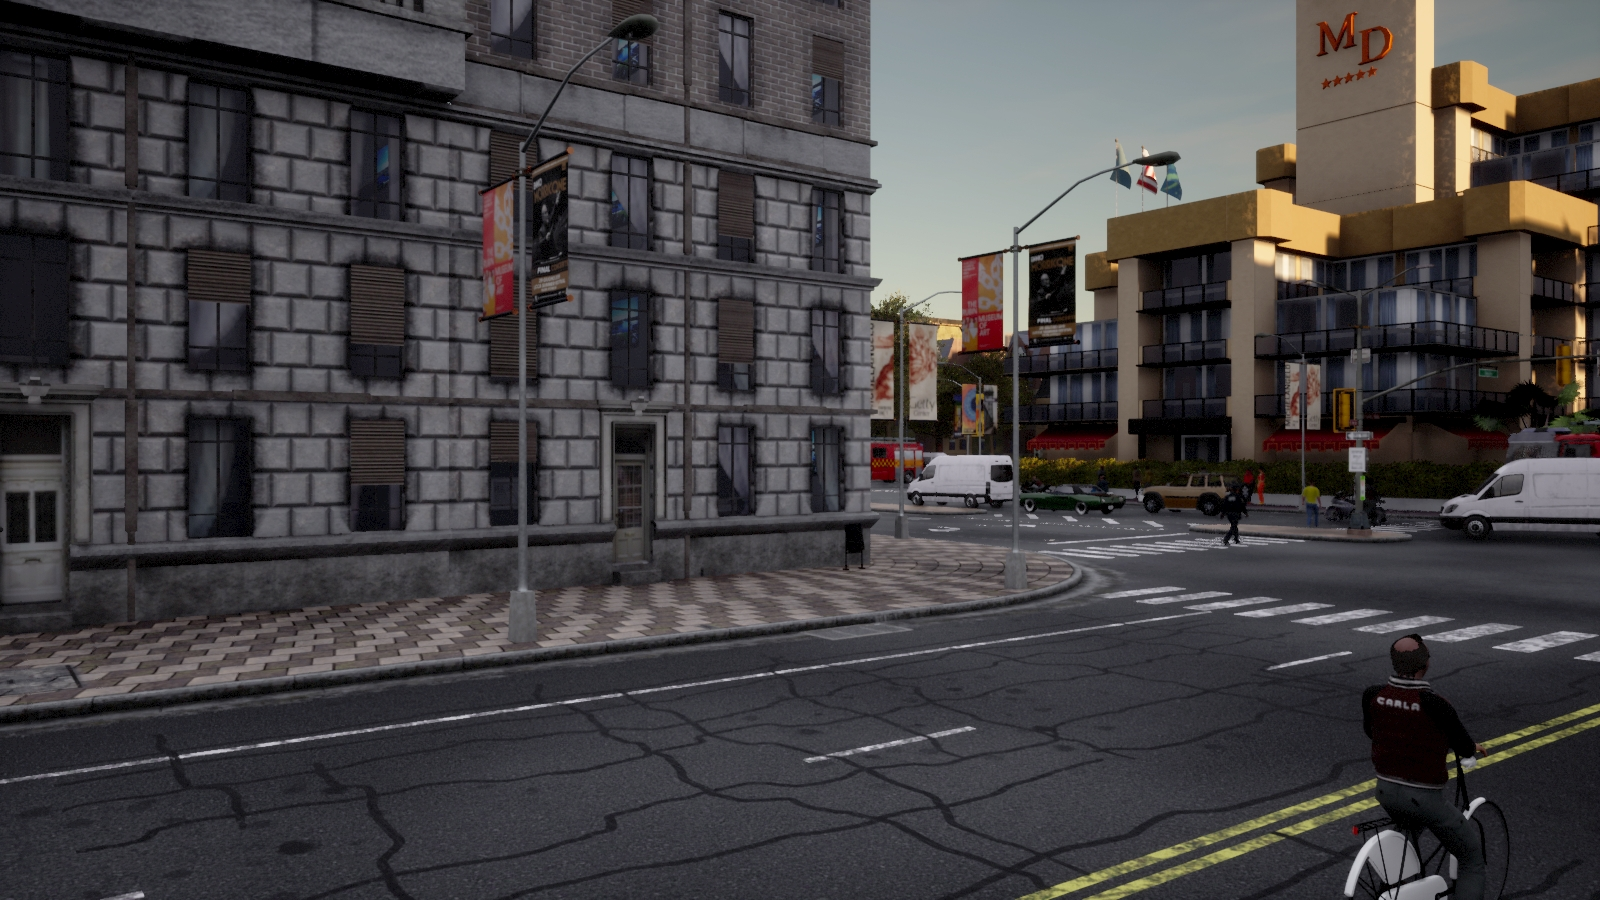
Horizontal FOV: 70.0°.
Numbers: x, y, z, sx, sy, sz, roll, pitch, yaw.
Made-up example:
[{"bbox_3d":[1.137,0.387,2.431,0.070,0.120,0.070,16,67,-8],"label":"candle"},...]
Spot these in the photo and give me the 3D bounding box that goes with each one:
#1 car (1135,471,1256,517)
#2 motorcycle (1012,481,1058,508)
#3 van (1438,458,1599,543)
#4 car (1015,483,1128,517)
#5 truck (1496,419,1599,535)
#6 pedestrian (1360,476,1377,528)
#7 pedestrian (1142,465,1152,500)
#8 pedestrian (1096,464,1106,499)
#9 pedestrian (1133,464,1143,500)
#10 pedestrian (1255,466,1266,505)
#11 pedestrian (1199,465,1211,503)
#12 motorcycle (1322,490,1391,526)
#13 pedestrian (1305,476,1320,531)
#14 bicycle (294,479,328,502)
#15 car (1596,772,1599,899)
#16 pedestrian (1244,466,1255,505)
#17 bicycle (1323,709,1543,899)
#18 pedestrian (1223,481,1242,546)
[{"bbox_3d":[17.039,1.859,49.366,1.932,1.855,4.605,0,-1,-37],"label":"car"},{"bbox_3d":[11.640,2.205,56.539,0.867,1.251,2.209,0,0,-37],"label":"motorcycle"},{"bbox_3d":[23.576,1.534,36.095,5.915,2.561,1.988,0,0,28],"label":"van"},{"bbox_3d":[11.885,2.155,50.351,1.895,1.301,4.718,0,0,-37],"label":"car"},{"bbox_3d":[28.958,0.890,39.161,8.468,3.827,2.891,0,0,0],"label":"truck"},{"bbox_3d":[20.267,1.848,40.717,0.375,1.860,0.375,0,0,-26],"label":"pedestrian"},{"bbox_3d":[18.141,1.696,59.699,0.375,1.860,0.375,0,0,-35],"label":"pedestrian"},{"bbox_3d":[16.325,1.698,61.889,0.375,1.860,0.375,0,0,-26],"label":"pedestrian"},{"bbox_3d":[17.831,1.695,60.272,0.375,1.860,0.375,0,0,-39],"label":"pedestrian"},{"bbox_3d":[22.008,1.696,54.560,0.375,1.860,0.375,0,0,-43],"label":"pedestrian"},{"bbox_3d":[20.112,1.696,56.744,0.375,1.860,0.375,0,0,-29],"label":"pedestrian"},{"bbox_3d":[21.341,2.205,43.871,0.867,1.251,2.209,0,0,-43],"label":"motorcycle"},{"bbox_3d":[17.724,1.848,39.544,0.375,1.860,0.375,0,0,42],"label":"pedestrian"},{"bbox_3d":[-27.399,2.260,64.050,1.835,1.171,0.329,3,-2,10],"label":"bicycle"},{"bbox_3d":[4.999,1.754,3.274,6.274,2.098,2.390,0,0,-34],"label":"car"},{"bbox_3d":[21.676,1.696,55.130,0.375,1.860,0.375,0,0,-43],"label":"pedestrian"},{"bbox_3d":[3.626,2.210,6.476,1.835,1.171,0.329,0,0,-35],"label":"bicycle"},{"bbox_3d":[12.639,1.849,33.361,0.375,1.860,0.375,0,0,-37],"label":"pedestrian"}]
